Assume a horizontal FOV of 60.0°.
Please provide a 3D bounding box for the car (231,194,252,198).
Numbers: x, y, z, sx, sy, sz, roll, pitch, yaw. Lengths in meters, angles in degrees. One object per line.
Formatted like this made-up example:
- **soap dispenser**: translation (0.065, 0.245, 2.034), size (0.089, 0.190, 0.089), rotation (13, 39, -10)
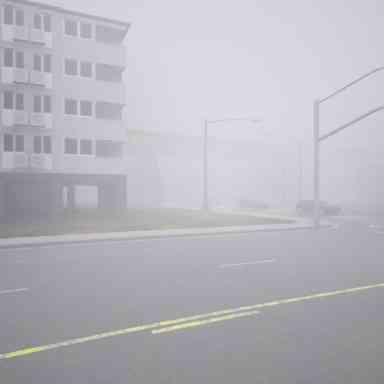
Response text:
- **car**: translation (11.082, 1.540, 75.343), size (2.033, 1.411, 5.357), rotation (0, 0, 41)

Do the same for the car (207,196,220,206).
- **car**: translation (3.231, 1.492, 54.770), size (2.128, 1.511, 4.902), rotation (0, 0, -13)

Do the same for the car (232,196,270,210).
- **car**: translation (7.900, 1.548, 43.354), size (2.033, 1.411, 5.357), rotation (0, 0, -26)

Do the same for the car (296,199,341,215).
- **car**: translation (12.627, 1.505, 33.521), size (1.837, 1.490, 4.892), rotation (0, 0, -25)
